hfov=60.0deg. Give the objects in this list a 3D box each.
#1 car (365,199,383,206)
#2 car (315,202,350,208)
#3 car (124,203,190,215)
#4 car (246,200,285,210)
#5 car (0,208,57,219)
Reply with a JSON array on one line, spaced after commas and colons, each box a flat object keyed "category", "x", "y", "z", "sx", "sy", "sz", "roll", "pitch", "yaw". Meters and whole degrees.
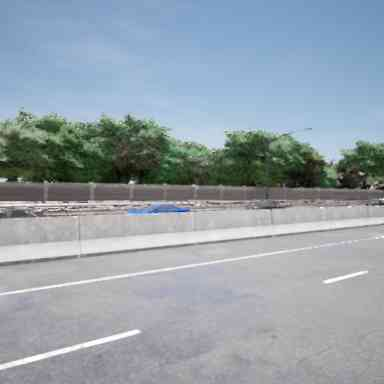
[{"category": "car", "x": 31.488, "y": 1.926, "z": 56.799, "sx": 4.892, "sy": 1.490, "sz": 1.837, "roll": 1, "pitch": 0, "yaw": -35}, {"category": "car", "x": 12.576, "y": 1.661, "z": 30.177, "sx": 5.008, "sy": 1.535, "sz": 1.882, "roll": 1, "pitch": 0, "yaw": -35}, {"category": "car", "x": -2.430, "y": 1.554, "z": 23.785, "sx": 5.008, "sy": 1.535, "sz": 1.882, "roll": 0, "pitch": 0, "yaw": -36}, {"category": "car", "x": 7.846, "y": 1.684, "z": 35.408, "sx": 4.892, "sy": 1.490, "sz": 1.837, "roll": 1, "pitch": -1, "yaw": -35}, {"category": "car", "x": -8.629, "y": 1.518, "z": 15.038, "sx": 4.892, "sy": 1.490, "sz": 1.837, "roll": 1, "pitch": -1, "yaw": -36}]
